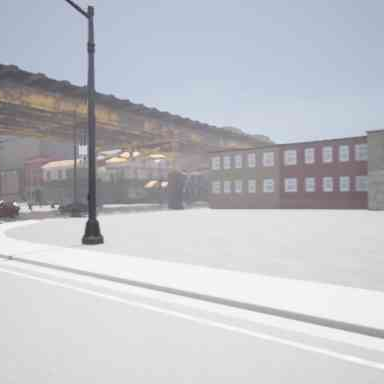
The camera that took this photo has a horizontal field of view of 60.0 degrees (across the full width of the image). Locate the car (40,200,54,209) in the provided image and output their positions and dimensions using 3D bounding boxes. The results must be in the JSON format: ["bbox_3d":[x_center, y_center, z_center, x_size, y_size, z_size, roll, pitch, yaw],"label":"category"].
[{"bbox_3d":[-24.321,2.158,56.758,2.038,1.542,4.974,0,0,-23],"label":"car"}]

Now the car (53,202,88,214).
[{"bbox_3d":[-14.795,2.017,42.512,1.812,1.442,4.674,-1,0,33],"label":"car"}]

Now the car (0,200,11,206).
[{"bbox_3d":[-41.143,2.290,70.580,4.536,1.218,1.853,-1,0,2],"label":"car"}]

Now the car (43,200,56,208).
[{"bbox_3d":[-24.343,2.001,56.807,1.853,1.218,4.536,0,0,-23],"label":"car"}]

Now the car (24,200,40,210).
[{"bbox_3d":[-27.850,2.187,55.546,4.974,1.542,2.038,-1,0,7],"label":"car"}]

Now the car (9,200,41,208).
[{"bbox_3d":[-27.903,2.030,55.554,4.536,1.218,1.853,-1,0,7],"label":"car"}]

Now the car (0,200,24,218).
[{"bbox_3d":[-19.354,1.816,32.877,2.097,1.767,4.553,-1,-1,12],"label":"car"}]

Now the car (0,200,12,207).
[{"bbox_3d":[-41.193,2.448,70.580,4.974,1.542,2.038,-1,0,2],"label":"car"}]
